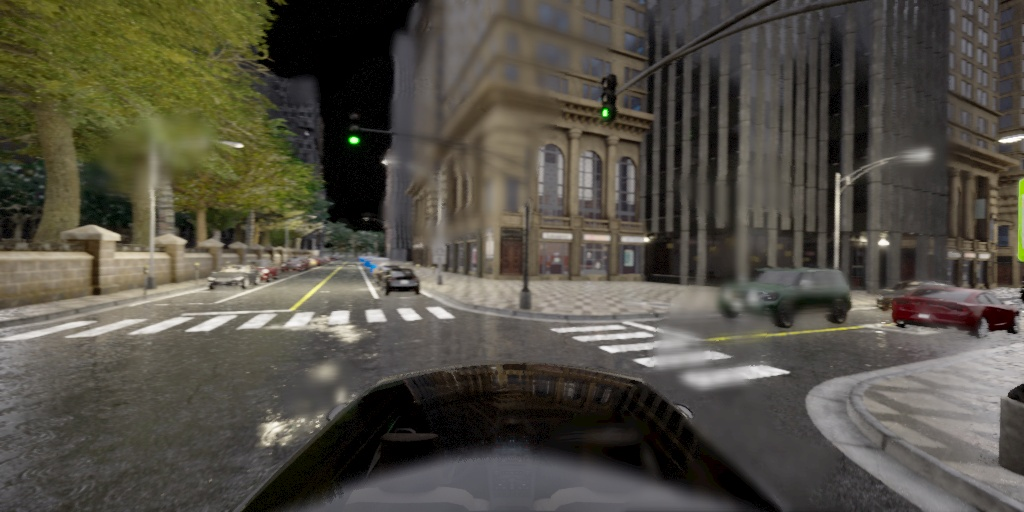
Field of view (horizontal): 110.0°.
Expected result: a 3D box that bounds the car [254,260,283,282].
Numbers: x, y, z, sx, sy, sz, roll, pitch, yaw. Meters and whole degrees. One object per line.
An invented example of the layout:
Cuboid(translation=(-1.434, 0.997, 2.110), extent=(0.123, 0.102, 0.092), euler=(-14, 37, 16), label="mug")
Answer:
Cuboid(translation=(-18.240, 1.025, 25.818), extent=(1.967, 1.591, 4.097), euler=(0, 0, -24), label="car")

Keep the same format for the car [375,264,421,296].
Cuboid(translation=(-6.062, 1.308, 19.313), extent=(1.948, 1.339, 4.313), euler=(0, 0, -24), label="car")

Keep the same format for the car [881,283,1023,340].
Cuboid(translation=(15.490, 1.860, 12.492), extent=(5.008, 1.535, 1.882), euler=(2, -1, -24), label="car")

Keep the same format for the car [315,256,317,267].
Cuboid(translation=(-29.093, 1.067, 50.467), extent=(1.751, 1.417, 4.829), euler=(0, 0, -24), label="car")

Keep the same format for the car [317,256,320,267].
Cuboid(translation=(-31.277, 1.056, 55.427), extent=(1.751, 1.417, 4.829), euler=(0, 0, -24), label="car")

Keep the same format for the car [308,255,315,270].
Cuboid(translation=(-26.977, 0.866, 45.661), extent=(2.192, 1.841, 5.009), euler=(0, 0, -24), label="car")

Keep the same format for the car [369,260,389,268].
Cuboid(translation=(-10.500, 1.255, 29.391), extent=(1.751, 1.417, 4.829), euler=(0, 0, -24), label="car")

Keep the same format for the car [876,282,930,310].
Cuboid(translation=(20.640, 2.091, 18.132), extent=(4.892, 1.490, 1.837), euler=(1, 0, -23), label="car")

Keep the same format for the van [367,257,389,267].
Cuboid(translation=(-12.615, 1.063, 34.196), extent=(1.690, 1.789, 3.998), euler=(0, 0, -24), label="van")

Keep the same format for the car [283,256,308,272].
Cuboid(translation=(-24.793, 1.001, 40.700), extent=(1.967, 1.591, 4.097), euler=(0, 0, -24), label="car")

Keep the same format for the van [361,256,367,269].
Cuboid(translation=(-21.353, 1.027, 54.040), extent=(1.690, 1.789, 3.998), euler=(0, 0, -24), label="van")

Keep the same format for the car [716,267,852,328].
Cuboid(translation=(10.422, 1.454, 13.655), extent=(5.566, 2.045, 2.150), euler=(2, -1, -24), label="car")

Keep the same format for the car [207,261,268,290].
Cuboid(translation=(-16.056, 1.142, 20.857), extent=(2.007, 1.370, 4.403), euler=(0, 0, -24), label="car")

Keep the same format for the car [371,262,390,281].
Cuboid(translation=(-8.247, 1.302, 24.274), extent=(1.948, 1.339, 4.313), euler=(0, 0, -24), label="car")
